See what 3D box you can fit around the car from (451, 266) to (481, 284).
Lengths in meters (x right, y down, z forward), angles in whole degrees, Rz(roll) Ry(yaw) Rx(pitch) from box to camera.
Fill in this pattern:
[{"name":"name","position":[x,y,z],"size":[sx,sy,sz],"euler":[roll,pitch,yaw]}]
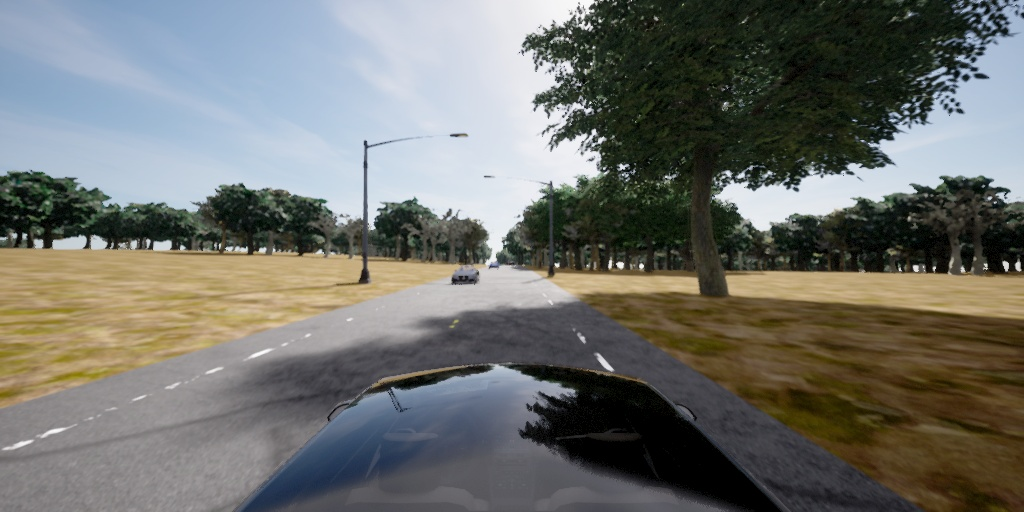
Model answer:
[{"name":"car","position":[-3.604,1.490,28.640],"size":[1.994,1.385,4.181],"euler":[0,0,0]}]
